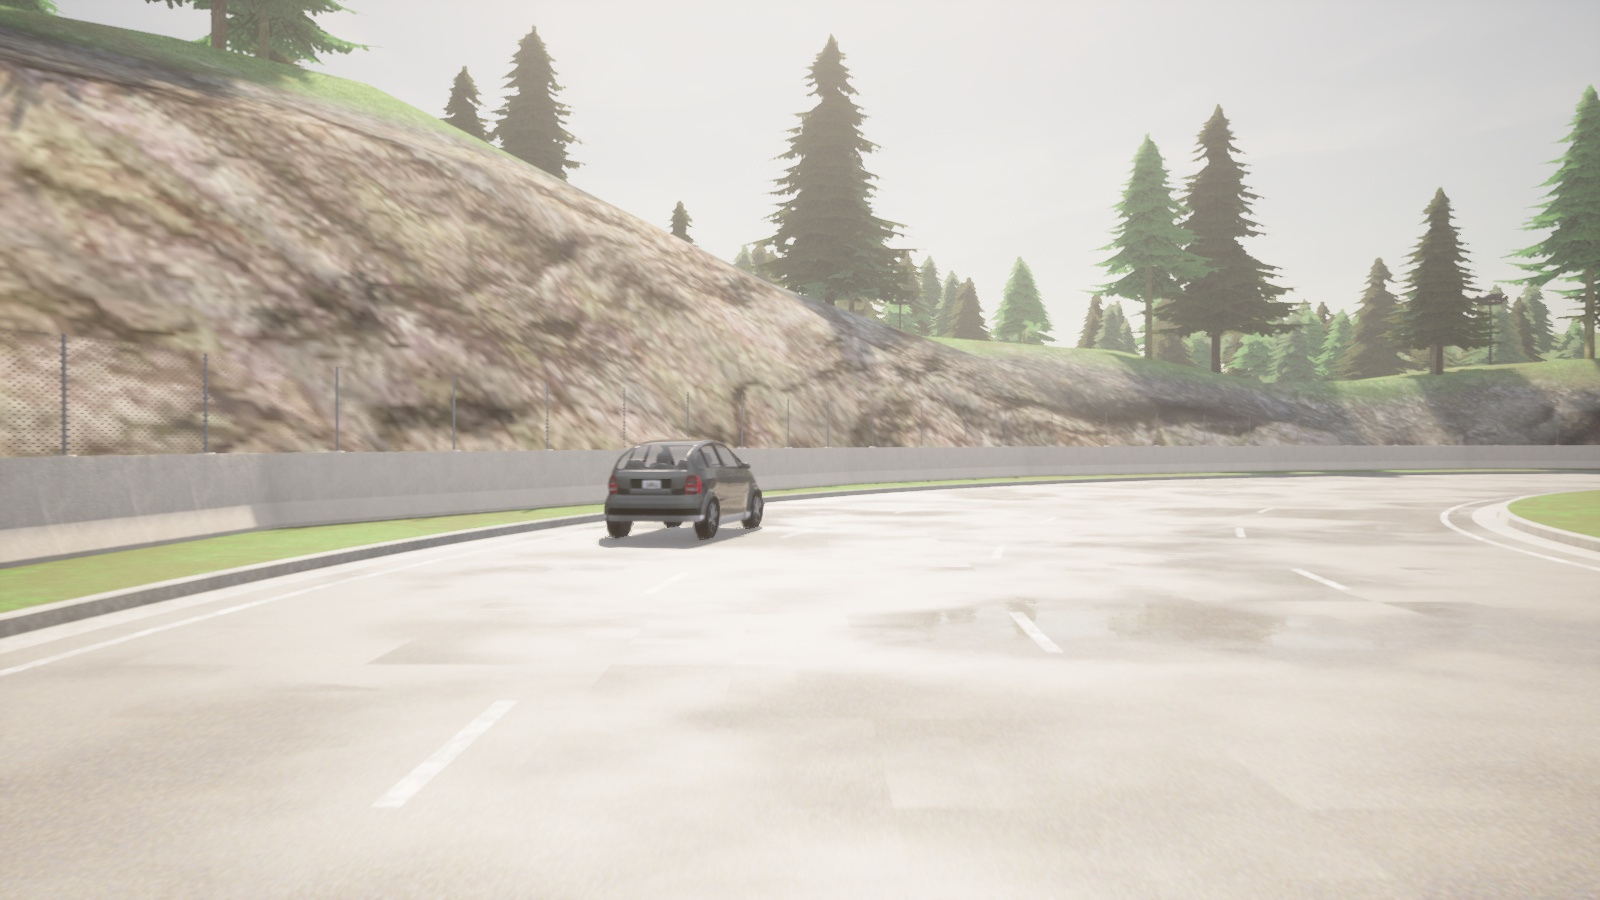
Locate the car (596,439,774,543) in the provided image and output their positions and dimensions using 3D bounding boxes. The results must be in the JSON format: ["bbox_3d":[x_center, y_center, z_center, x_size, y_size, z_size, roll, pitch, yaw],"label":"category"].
[{"bbox_3d":[-1.789,0.606,20.776,1.789,1.549,3.705,0,0,14],"label":"car"}]
